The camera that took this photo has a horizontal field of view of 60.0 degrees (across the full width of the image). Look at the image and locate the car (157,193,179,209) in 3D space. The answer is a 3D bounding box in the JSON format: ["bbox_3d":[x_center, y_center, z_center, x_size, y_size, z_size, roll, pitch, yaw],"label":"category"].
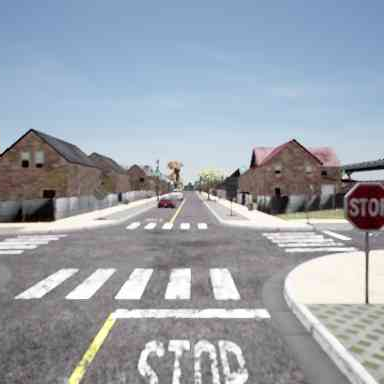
[{"bbox_3d":[-2.855,1.152,38.277,1.994,1.385,4.181,0,1,0],"label":"car"}]

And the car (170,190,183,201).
[{"bbox_3d":[-2.778,0.562,61.435,2.150,2.045,5.566,0,0,0],"label":"car"}]
